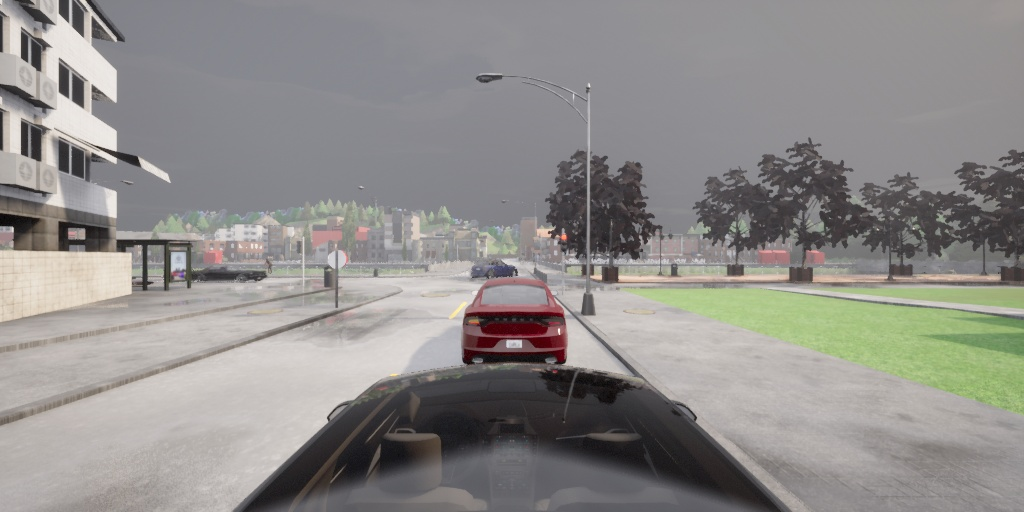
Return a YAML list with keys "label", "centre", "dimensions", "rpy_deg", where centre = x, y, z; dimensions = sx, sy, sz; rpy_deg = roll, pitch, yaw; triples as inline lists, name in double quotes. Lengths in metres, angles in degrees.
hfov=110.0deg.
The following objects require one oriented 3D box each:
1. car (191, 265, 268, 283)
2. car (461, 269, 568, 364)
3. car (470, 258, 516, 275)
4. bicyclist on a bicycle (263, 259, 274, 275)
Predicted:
- label: "car"
  centre: [-21.171, 1.351, 26.894]
  dimensions: [4.718, 1.301, 1.895]
  rpy_deg: [0, 0, 0]
- label: "car"
  centre: [0.055, 1.228, 8.097]
  dimensions: [1.882, 1.535, 5.008]
  rpy_deg: [0, 0, 0]
- label: "car"
  centre: [-1.528, 1.102, 31.448]
  dimensions: [2.097, 1.767, 4.553]
  rpy_deg: [-1, 0, 39]
- label: "bicyclist on a bicycle"
  centre: [-24.011, 1.099, 35.296]
  dimensions: [0.582, 1.620, 1.656]
  rpy_deg: [0, 0, 0]
